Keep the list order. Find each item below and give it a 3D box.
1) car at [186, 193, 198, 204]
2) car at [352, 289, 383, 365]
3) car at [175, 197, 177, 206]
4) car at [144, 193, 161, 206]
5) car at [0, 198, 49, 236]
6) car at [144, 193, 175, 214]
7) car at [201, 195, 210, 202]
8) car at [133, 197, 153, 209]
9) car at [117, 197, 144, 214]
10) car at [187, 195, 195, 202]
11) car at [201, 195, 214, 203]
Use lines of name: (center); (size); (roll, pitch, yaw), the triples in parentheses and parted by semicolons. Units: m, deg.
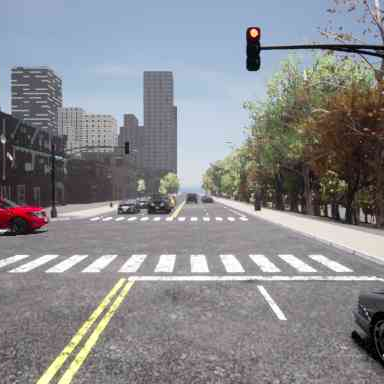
car: (-0.027, 1.197, 65.386); (2.150, 2.045, 5.566); (0, 0, 0)
car: (3.345, 1.547, 2.563); (2.033, 1.411, 5.357); (0, 0, 0)
car: (-3.425, 1.462, 45.898); (1.882, 1.535, 5.008); (0, 0, 0)
car: (-6.694, 1.201, 56.663); (2.150, 2.045, 5.566); (0, 0, 1)
car: (-10.794, 1.285, 17.965); (5.566, 2.045, 2.150); (-2, 1, -7)
car: (-3.421, 1.210, 35.900); (2.150, 2.045, 5.566); (0, 0, 1)
car: (3.103, 1.447, 75.908); (1.882, 1.535, 5.008); (0, 0, 0)
car: (-6.675, 1.476, 45.974); (2.128, 1.511, 4.902); (0, 0, 0)
car: (-6.661, 1.480, 35.573); (2.128, 1.511, 4.902); (0, 0, 0)
car: (-0.150, 1.493, 75.814); (1.812, 1.442, 4.674); (0, 0, 0)
car: (3.223, 1.539, 65.880); (1.994, 1.385, 4.181); (0, 0, 0)
